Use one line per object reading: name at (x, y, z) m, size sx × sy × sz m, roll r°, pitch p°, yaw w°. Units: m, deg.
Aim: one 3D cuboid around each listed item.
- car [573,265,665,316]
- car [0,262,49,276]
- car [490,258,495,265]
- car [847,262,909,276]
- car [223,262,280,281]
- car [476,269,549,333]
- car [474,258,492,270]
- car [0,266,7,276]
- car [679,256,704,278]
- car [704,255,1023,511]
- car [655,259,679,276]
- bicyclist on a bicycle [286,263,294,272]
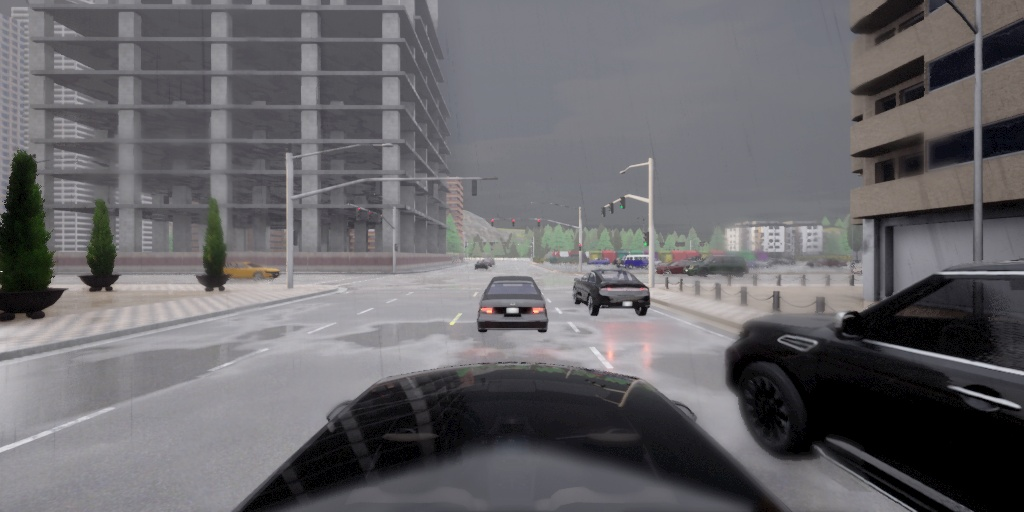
car at (3.489, 1.242, 13.325) m, size 2.128 × 1.511 × 4.902 m, roll 0°, pitch 0°, yaw -1°
car at (-51.211, 1.331, 36.960) m, size 4.674 × 1.442 × 1.812 m, roll 0°, pitch 0°, yaw 0°
car at (-4.568, 1.227, 64.334) m, size 1.882 × 1.535 × 5.008 m, roll 0°, pitch 0°, yaw 0°
car at (38.511, 1.331, 37.767) m, size 4.674 × 1.442 × 1.812 m, roll 0°, pitch 0°, yaw -1°
car at (-22.228, 1.283, 30.056) m, size 5.008 × 1.535 × 1.882 m, roll 0°, pitch 0°, yaw 0°
car at (0.015, 1.297, 10.741) m, size 2.033 × 1.411 × 5.357 m, roll 0°, pitch 0°, yaw 0°
car at (-4.457, 1.351, 52.911) m, size 1.895 × 1.301 × 4.718 m, roll 0°, pitch 0°, yaw -1°
car at (-45.642, 1.406, 29.877) m, size 4.718 × 1.301 × 1.895 m, roll 0°, pitch 0°, yaw 0°
car at (19.396, 1.025, 34.120) m, size 5.566 × 2.045 × 2.150 m, roll 0°, pitch 0°, yaw 0°
car at (3.602, 0.972, 1.851) m, size 2.150 × 2.045 × 5.566 m, roll 0°, pitch 0°, yaw 0°
car at (17.566, 1.283, 37.604) m, size 5.008 × 1.535 × 1.882 m, roll 0°, pitch 0°, yaw 0°
bicyclist on a bicycle at (-25.993, 1.106, 42.007) m, size 0.582 × 1.620 × 1.656 m, roll 0°, pitch 0°, yaw 0°
